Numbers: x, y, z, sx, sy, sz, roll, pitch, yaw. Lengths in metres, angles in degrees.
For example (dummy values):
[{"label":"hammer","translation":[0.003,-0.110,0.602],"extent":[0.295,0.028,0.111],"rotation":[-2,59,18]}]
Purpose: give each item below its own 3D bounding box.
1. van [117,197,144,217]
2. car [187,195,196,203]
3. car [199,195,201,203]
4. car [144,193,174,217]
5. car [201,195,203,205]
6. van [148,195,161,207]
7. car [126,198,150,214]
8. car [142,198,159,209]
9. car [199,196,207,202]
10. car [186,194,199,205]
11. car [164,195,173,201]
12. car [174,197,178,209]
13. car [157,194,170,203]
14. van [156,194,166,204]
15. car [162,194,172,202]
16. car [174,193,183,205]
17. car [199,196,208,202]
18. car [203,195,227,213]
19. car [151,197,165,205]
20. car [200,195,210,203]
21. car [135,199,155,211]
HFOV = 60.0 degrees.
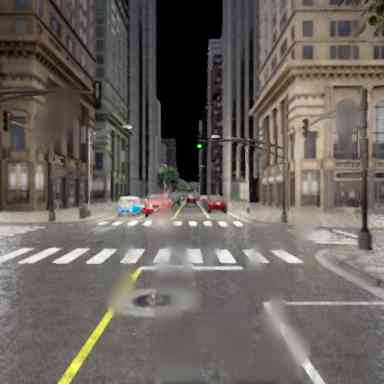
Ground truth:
[{"label":"van","translation":[-5.824,1.343,30.908],"extent":[1.690,1.788,3.998],"rotation":[0,0,0]},{"label":"car","translation":[-0.149,1.440,71.944],"extent":[1.882,1.535,5.008],"rotation":[0,0,0]},{"label":"car","translation":[2.643,1.572,58.138],"extent":[2.008,1.369,4.403],"rotation":[0,0,0]},{"label":"car","translation":[-3.141,1.223,31.489],"extent":[2.150,2.045,5.566],"rotation":[0,0,0]},{"label":"car","translation":[2.678,1.320,41.816],"extent":[2.192,1.841,5.009],"rotation":[0,0,0]},{"label":"van","translation":[-5.870,1.362,52.673],"extent":[1.690,1.788,3.998],"rotation":[0,0,0]},{"label":"car","translation":[-5.836,1.446,36.348],"extent":[1.967,1.590,4.097],"rotation":[0,0,0]},{"label":"car","translation":[-5.859,1.581,47.231],"extent":[1.947,1.339,4.313],"rotation":[0,0,0]},{"label":"car","translation":[2.597,1.589,79.901],"extent":[1.887,1.381,4.507],"rotation":[0,0,0]},{"label":"car","translation":[-0.127,1.504,61.524],"extent":[1.882,1.535,5.008],"rotation":[0,0,0]},{"label":"car","translation":[-5.940,1.498,85.320],"extent":[1.967,1.590,4.097],"rotation":[0,0,0]},{"label":"car","translation":[-3.149,1.609,41.685],"extent":[1.895,1.301,4.718],"rotation":[0,0,0]},{"label":"car","translation":[-5.905,1.353,68.996],"extent":[2.192,1.841,5.009],"rotation":[0,0,0]},{"label":"van","translation":[-5.893,1.373,63.555],"extent":[1.690,1.788,3.998],"rotation":[0,0,0]},{"label":"car","translation":[-5.928,1.364,79.878],"extent":[2.192,1.841,5.009],"rotation":[0,0,0]},{"label":"car","translation":[-3.127,1.248,57.979],"extent":[2.150,2.045,5.566],"rotation":[0,0,0]},{"label":"car","translation":[2.609,1.620,74.461],"extent":[1.802,1.307,4.206],"rotation":[0,0,0]},{"label":"car","translation":[2.690,1.316,36.375],"extent":[2.192,1.841,5.009],"rotation":[0,0,0]},{"label":"car","translation":[-5.882,1.571,58.114],"extent":[1.887,1.381,4.507],"rotation":[0,0,0]},{"label":"car","translation":[2.620,1.473,69.020],"extent":[1.967,1.590,4.097],"rotation":[0,0,0]},{"label":"car","translation":[-5.847,1.555,41.789],"extent":[1.887,1.381,4.507],"rotation":[0,0,0]}]
